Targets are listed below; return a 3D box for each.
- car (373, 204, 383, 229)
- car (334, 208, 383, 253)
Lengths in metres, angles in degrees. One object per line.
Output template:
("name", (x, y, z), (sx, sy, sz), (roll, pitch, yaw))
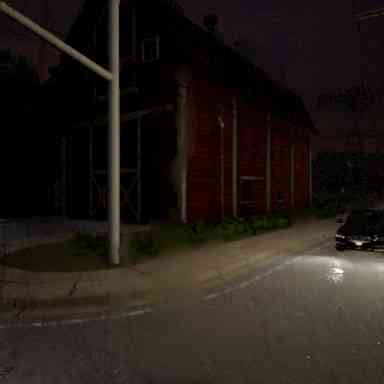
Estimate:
("car", (12.993, 1.514, 21.154), (1.994, 1.385, 4.181), (0, 0, 37))
("car", (7.046, 1.478, 13.137), (1.837, 1.490, 4.892), (0, 0, 37))
